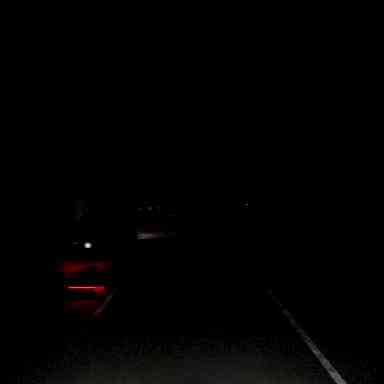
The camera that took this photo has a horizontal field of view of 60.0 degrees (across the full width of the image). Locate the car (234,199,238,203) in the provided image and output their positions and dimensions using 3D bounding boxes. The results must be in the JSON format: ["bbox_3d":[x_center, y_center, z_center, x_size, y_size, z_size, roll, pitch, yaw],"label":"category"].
[{"bbox_3d":[10.373,1.603,66.017,4.181,1.385,1.994,0,0,-29],"label":"car"}]

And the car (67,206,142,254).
[{"bbox_3d":[-3.459,1.515,13.538,1.837,1.490,4.892,0,0,1],"label":"car"}]

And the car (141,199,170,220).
[{"bbox_3d":[-3.177,1.370,28.416,2.097,1.767,4.553,0,0,4],"label":"car"}]

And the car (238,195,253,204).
[{"bbox_3d":[11.609,1.393,62.691,4.553,1.767,2.097,0,0,-29],"label":"car"}]
